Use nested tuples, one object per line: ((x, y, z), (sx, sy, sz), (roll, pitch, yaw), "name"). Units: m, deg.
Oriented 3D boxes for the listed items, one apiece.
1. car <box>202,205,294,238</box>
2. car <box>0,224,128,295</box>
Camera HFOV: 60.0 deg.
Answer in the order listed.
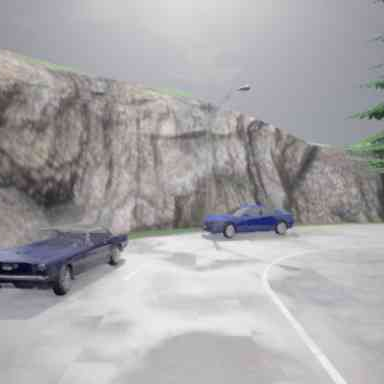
((2.919, 1.429, 17.317), (5.008, 1.535, 1.882), (0, 0, -23), "car")
((-3.374, 1.578, 8.890), (1.895, 1.301, 4.718), (0, 0, 9), "car")
